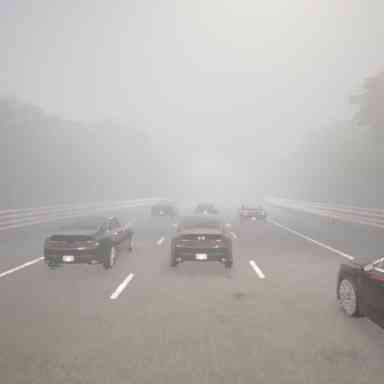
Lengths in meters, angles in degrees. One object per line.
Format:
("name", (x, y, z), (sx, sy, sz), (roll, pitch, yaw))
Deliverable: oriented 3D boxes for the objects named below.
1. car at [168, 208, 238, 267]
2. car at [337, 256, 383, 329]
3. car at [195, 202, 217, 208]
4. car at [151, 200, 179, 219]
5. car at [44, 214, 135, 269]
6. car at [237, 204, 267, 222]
("car", (0.331, 1.501, 11.449), (1.837, 1.490, 4.892), (0, 0, 2))
("car", (3.671, 1.493, 4.475), (2.128, 1.511, 4.902), (0, 0, 1))
("car", (1.187, 1.552, 27.981), (1.994, 1.385, 4.181), (0, 0, 4))
("car", (-2.270, 1.461, 28.786), (1.882, 1.535, 5.008), (0, 0, 4))
("car", (-3.180, 1.497, 11.162), (1.837, 1.490, 4.892), (0, 0, 2))
("car", (4.534, 1.593, 25.881), (1.895, 1.301, 4.718), (0, 0, 4))
